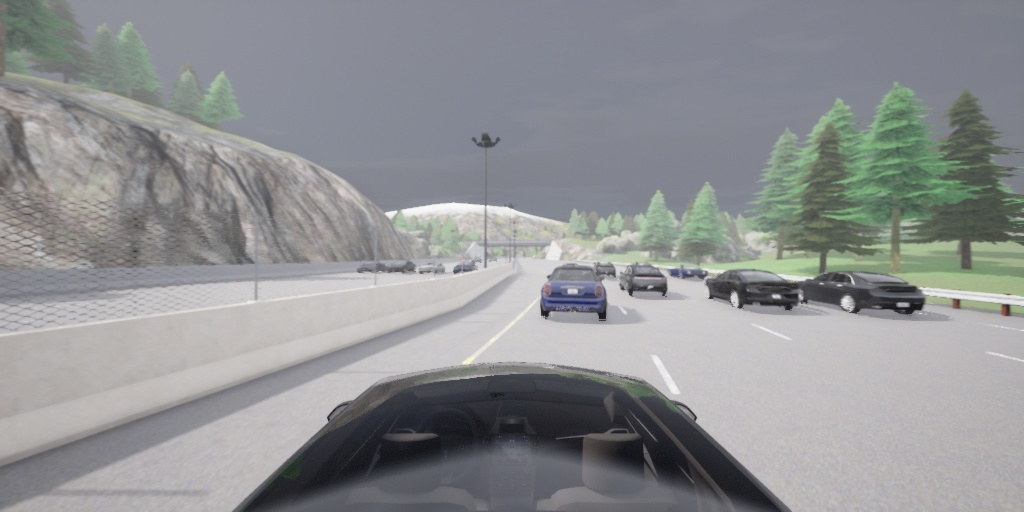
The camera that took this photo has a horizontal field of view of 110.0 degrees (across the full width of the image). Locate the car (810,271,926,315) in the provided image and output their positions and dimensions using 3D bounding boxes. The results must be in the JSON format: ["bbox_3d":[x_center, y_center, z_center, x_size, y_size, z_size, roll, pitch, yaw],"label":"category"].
[{"bbox_3d":[13.145,1.322,14.031,1.837,1.490,4.892,0,0,10],"label":"car"}]

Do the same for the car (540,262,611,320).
[{"bbox_3d":[2.277,1.113,13.059,2.097,1.767,4.553,0,0,11],"label":"car"}]

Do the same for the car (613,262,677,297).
[{"bbox_3d":[6.967,1.277,19.362,2.128,1.511,4.902,0,0,10],"label":"car"}]

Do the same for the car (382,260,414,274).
[{"bbox_3d":[-12.051,1.169,39.364,1.882,1.535,5.008,0,0,4],"label":"car"}]

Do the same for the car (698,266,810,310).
[{"bbox_3d":[9.779,1.277,15.080,1.882,1.535,5.008,0,0,10],"label":"car"}]

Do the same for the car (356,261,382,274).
[{"bbox_3d":[-15.523,1.239,39.880,1.994,1.385,4.181,0,0,4],"label":"car"}]

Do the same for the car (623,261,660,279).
[{"bbox_3d":[12.319,1.304,34.453,2.128,1.511,4.902,0,0,5],"label":"car"}]

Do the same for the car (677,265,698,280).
[{"bbox_3d":[15.649,1.430,32.266,1.895,1.301,4.718,0,0,5],"label":"car"}]

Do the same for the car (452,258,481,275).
[{"bbox_3d":[-5.040,1.275,39.007,2.033,1.411,5.357,0,0,4],"label":"car"}]

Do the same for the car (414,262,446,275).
[{"bbox_3d":[-8.580,1.310,38.635,1.895,1.301,4.718,0,0,4],"label":"car"}]

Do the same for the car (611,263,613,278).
[{"bbox_3d":[8.858,1.287,35.010,2.128,1.511,4.902,0,0,5],"label":"car"}]

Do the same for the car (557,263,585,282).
[{"bbox_3d":[4.959,1.324,30.788,2.033,1.411,5.357,0,0,6],"label":"car"}]
